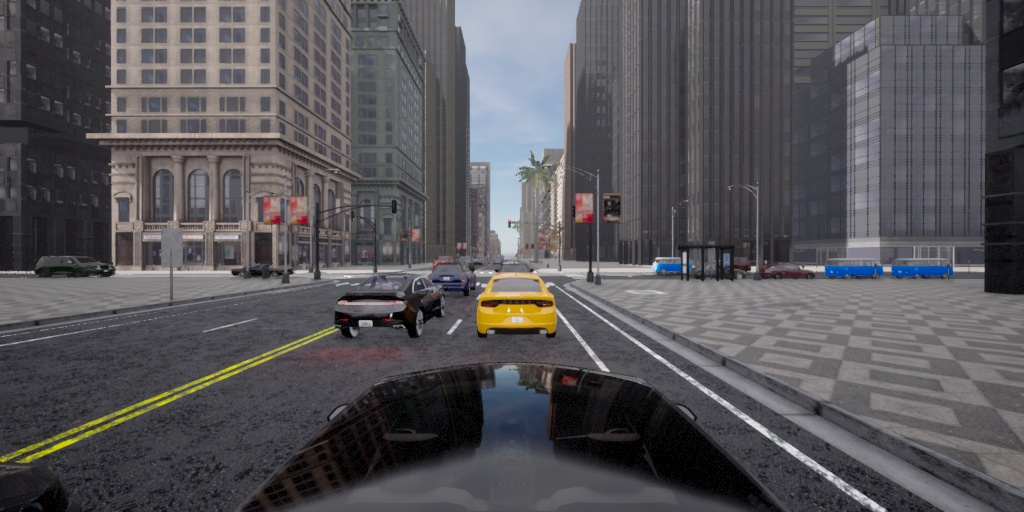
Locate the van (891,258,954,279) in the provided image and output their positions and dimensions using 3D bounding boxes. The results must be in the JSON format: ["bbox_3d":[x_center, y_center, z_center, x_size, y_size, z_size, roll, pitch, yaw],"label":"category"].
[{"bbox_3d":[34.139,1.079,29.845,3.998,1.789,1.690,0,0,0],"label":"van"}]

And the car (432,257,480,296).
[{"bbox_3d":[-3.127,1.102,19.290,2.097,1.767,4.553,0,0,0],"label":"car"}]

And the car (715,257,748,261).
[{"bbox_3d":[22.791,1.034,38.381,5.009,1.841,2.192,0,0,0],"label":"car"}]

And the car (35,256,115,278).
[{"bbox_3d":[-39.810,1.014,32.720,5.566,2.045,2.150,0,0,0],"label":"car"}]

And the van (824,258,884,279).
[{"bbox_3d":[28.462,1.081,29.850,3.998,1.789,1.690,0,0,0],"label":"van"}]

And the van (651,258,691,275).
[{"bbox_3d":[17.114,1.064,38.386,3.998,1.789,1.690,0,0,0],"label":"van"}]

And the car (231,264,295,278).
[{"bbox_3d":[-22.548,1.374,32.610,4.718,1.301,1.895,0,0,0],"label":"car"}]

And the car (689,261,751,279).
[{"bbox_3d":[17.107,1.298,29.861,4.403,1.370,2.007,0,0,0],"label":"car"}]

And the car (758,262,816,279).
[{"bbox_3d":[22.785,1.326,29.856,4.207,1.307,1.802,0,0,0],"label":"car"}]

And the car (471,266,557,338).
[{"bbox_3d":[0.109,1.227,10.241,1.882,1.535,5.008,0,0,0],"label":"car"}]

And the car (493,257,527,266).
[{"bbox_3d":[0.123,1.102,19.315,2.097,1.767,4.553,0,0,0],"label":"car"}]

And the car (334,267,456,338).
[{"bbox_3d":[-3.140,1.241,10.151,2.128,1.511,4.902,0,0,0],"label":"car"}]
